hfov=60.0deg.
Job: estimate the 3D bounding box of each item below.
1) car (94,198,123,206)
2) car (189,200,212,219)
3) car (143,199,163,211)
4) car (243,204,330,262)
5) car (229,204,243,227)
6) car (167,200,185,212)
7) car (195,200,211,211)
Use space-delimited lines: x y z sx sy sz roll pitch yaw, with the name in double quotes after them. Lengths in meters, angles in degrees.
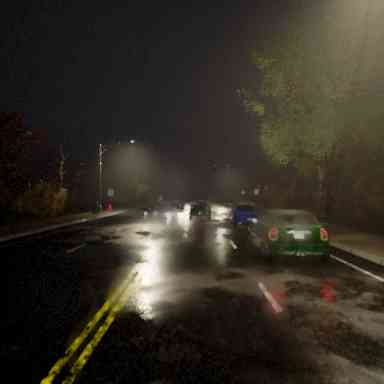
-15.997 1.932 63.881 5.357 1.411 2.033 -1 -1 12 "car"
0.781 1.596 30.350 2.128 1.511 4.902 0 0 3 "car"
-5.069 1.691 43.847 2.033 1.411 5.357 0 0 4 "car"
3.387 1.402 12.487 2.097 1.767 4.553 0 0 1 "car"
3.693 1.563 23.437 1.882 1.535 5.008 0 0 2 "car"
-1.976 1.739 41.635 1.895 1.301 4.718 0 0 4 "car"
1.529 1.744 43.485 1.895 1.301 4.718 0 0 4 "car"
